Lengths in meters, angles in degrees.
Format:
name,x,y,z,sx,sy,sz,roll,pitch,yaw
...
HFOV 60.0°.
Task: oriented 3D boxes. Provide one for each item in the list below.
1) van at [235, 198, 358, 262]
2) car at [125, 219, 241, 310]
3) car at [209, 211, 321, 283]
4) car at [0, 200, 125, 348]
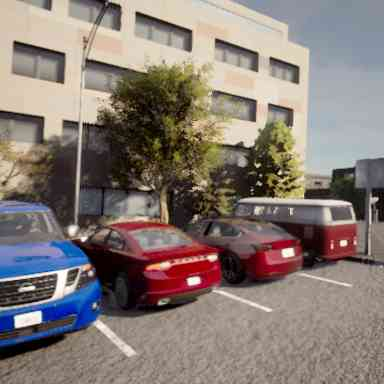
name,x,y,z,sx,sy,sz,roll,pitch,yaw
van,3.095,1.213,11.319,1.878,1.987,4.442,0,0,-36
car,-1.411,1.443,7.960,2.097,1.535,5.008,-1,1,-36
car,0.877,1.459,9.629,2.163,1.488,4.792,0,0,-36
car,-3.624,1.221,6.348,2.435,2.045,5.566,-1,0,-36
